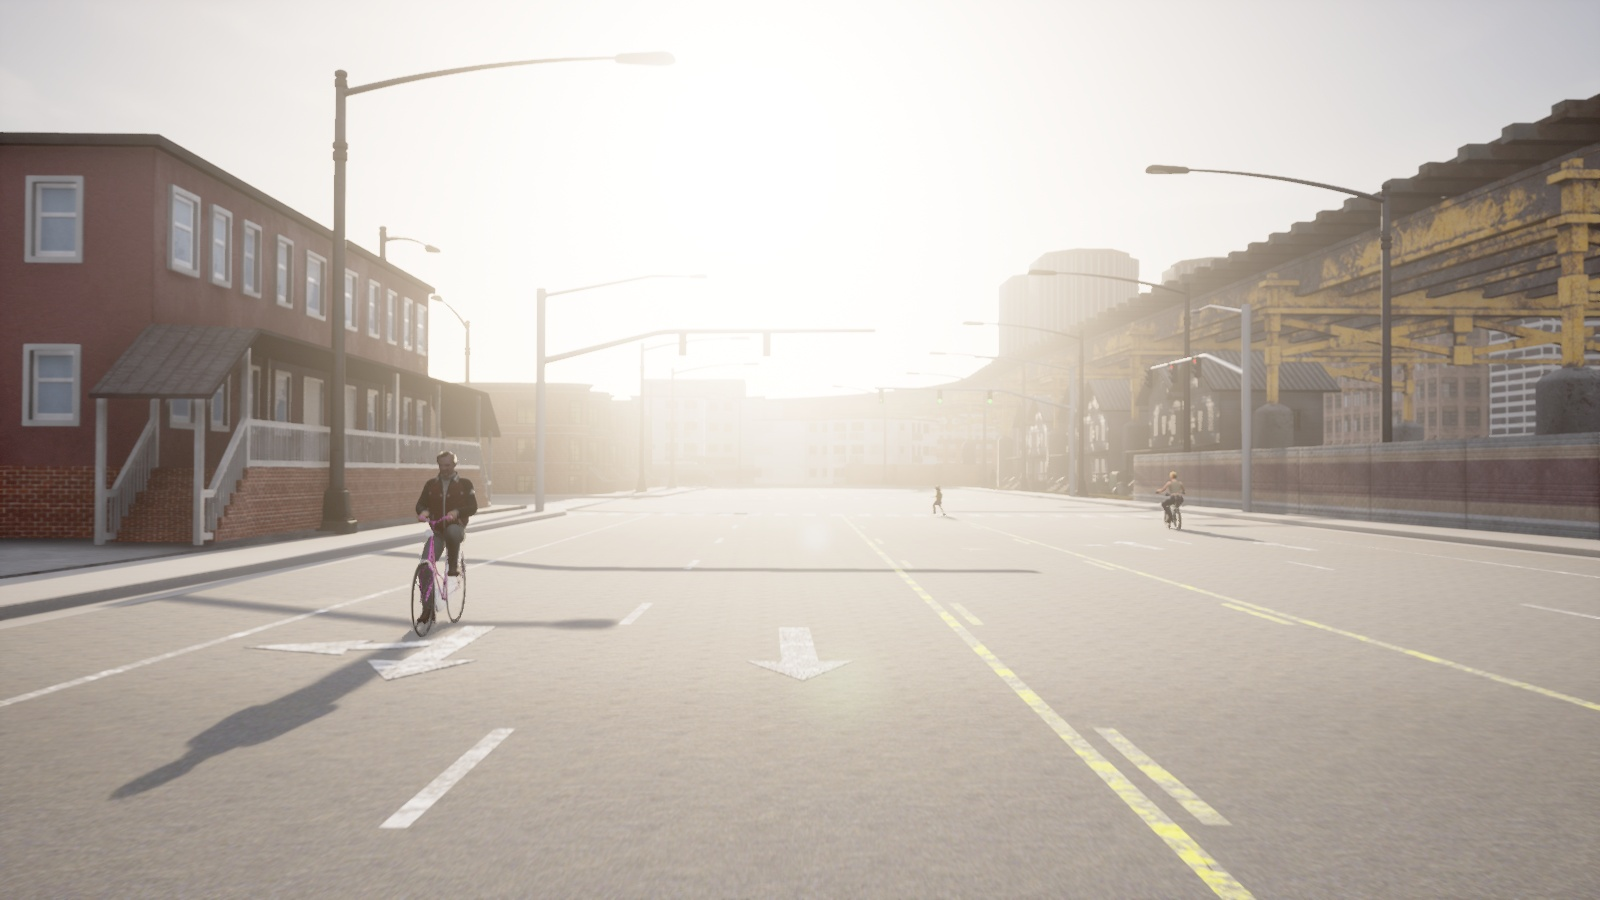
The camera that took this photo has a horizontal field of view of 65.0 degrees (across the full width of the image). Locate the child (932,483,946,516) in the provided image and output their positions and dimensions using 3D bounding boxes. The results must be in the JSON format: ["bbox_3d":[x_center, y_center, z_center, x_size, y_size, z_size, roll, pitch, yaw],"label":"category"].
[{"bbox_3d":[5.003,1.773,45.115,0.473,1.160,0.299,0,-1,8],"label":"child"}]

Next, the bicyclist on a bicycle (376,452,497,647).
[{"bbox_3d":[-3.528,0.923,12.339,0.659,1.776,1.843,0,-1,0],"label":"bicyclist on a bicycle"}]

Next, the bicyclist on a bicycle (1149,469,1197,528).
[{"bbox_3d":[10.426,1.344,35.173,0.866,1.612,1.509,0,-1,0],"label":"bicyclist on a bicycle"}]
